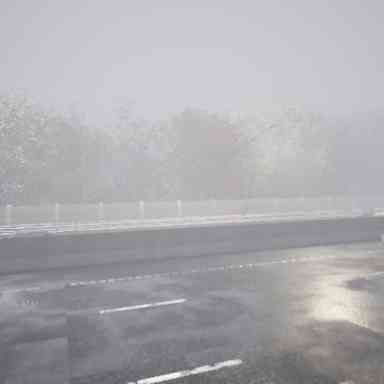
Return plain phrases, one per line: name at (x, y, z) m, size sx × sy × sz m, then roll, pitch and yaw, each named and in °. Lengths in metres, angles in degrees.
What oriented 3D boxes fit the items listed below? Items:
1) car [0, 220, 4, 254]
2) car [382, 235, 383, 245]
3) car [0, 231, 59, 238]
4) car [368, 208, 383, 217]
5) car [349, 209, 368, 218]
car at (-14.565, 2.830, 19.877) m, size 5.566 × 2.045 × 2.150 m, roll -1°, pitch -3°, yaw -20°
car at (10.619, 1.949, 14.251) m, size 4.718 × 1.301 × 1.895 m, roll -1°, pitch -3°, yaw -20°
car at (-8.932, 2.853, 18.212) m, size 5.357 × 1.411 × 2.033 m, roll -1°, pitch -3°, yaw -20°
car at (22.762, 2.432, 37.513) m, size 4.553 × 1.767 × 2.097 m, roll -1°, pitch -3°, yaw -20°
car at (21.607, 2.786, 40.800) m, size 4.902 × 1.511 × 2.128 m, roll -1°, pitch -3°, yaw -20°
